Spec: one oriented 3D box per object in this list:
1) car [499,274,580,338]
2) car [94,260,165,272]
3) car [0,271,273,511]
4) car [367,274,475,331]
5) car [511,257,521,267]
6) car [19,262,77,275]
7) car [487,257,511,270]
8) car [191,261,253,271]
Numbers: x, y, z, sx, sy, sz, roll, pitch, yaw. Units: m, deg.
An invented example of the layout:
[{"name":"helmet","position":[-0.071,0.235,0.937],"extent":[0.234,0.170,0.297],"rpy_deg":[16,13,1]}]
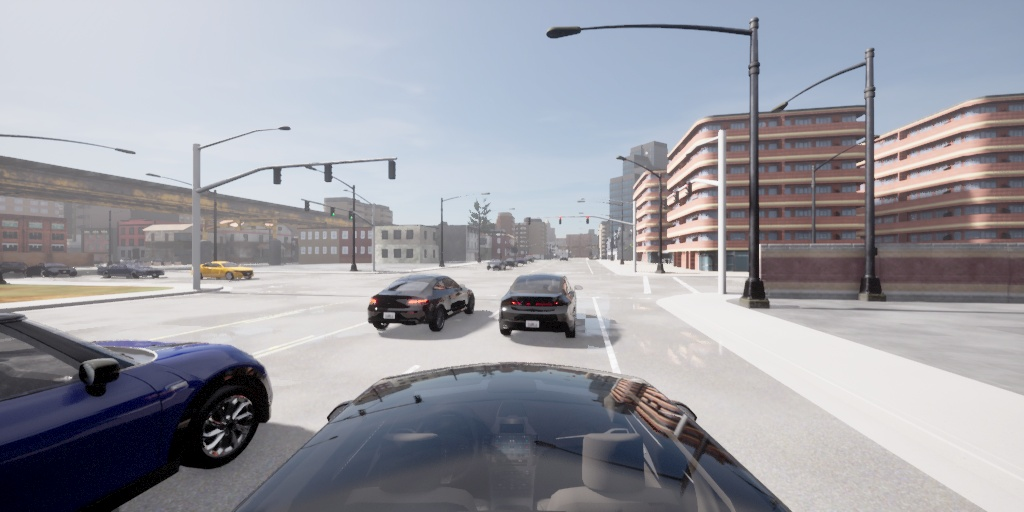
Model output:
[{"name":"car","position":[0.907,1.254,10.284],"extent":[1.837,1.490,4.892],"rpy_deg":[0,0,11]},{"name":"car","position":[-34.263,1.295,32.185],"extent":[5.357,1.411,2.033],"rpy_deg":[0,0,9]},{"name":"car","position":[-3.858,1.102,2.146],"extent":[2.097,1.767,4.553],"rpy_deg":[0,0,6]},{"name":"car","position":[-2.539,1.275,10.924],"extent":[1.812,1.442,4.674],"rpy_deg":[0,0,11]},{"name":"car","position":[-0.245,0.954,57.338],"extent":[1.882,1.535,5.008],"rpy_deg":[0,1,11]},{"name":"car","position":[-43.983,1.312,34.216],"extent":[4.181,1.385,1.994],"rpy_deg":[0,0,15]},{"name":"car","position":[-2.042,1.103,48.061],"extent":[2.128,1.511,4.902],"rpy_deg":[0,1,11]},{"name":"car","position":[-24.605,1.226,30.554],"extent":[5.008,1.535,1.882],"rpy_deg":[0,0,10]}]
